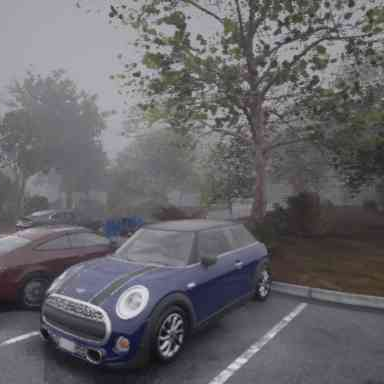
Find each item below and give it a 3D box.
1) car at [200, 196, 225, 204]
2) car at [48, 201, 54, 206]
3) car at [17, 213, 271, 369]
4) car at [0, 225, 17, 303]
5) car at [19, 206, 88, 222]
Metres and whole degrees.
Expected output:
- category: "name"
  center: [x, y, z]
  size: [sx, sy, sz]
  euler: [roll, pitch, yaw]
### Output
- category: "car"
  center: [3.576, 1.241, 57.280]
  size: [5.566, 2.045, 2.150]
  euler: [-2, -1, 35]
- category: "car"
  center: [-25.550, 2.117, 57.262]
  size: [2.097, 1.767, 4.553]
  euler: [-3, -2, 35]
- category: "car"
  center: [-0.294, 1.344, 6.060]
  size: [2.185, 1.767, 4.553]
  euler: [0, 0, 35]
- category: "car"
  center: [-2.918, 1.505, 7.840]
  size: [2.002, 1.452, 4.674]
  euler: [0, 0, 35]
- category: "car"
  center: [-6.427, 1.682, 17.337]
  size: [1.837, 1.490, 4.892]
  euler: [-1, -4, 40]
